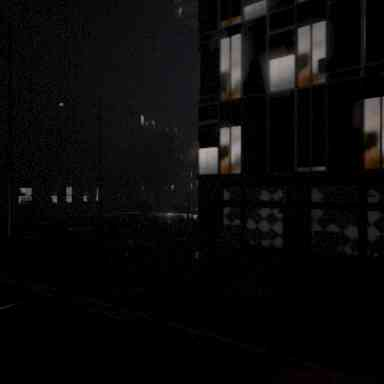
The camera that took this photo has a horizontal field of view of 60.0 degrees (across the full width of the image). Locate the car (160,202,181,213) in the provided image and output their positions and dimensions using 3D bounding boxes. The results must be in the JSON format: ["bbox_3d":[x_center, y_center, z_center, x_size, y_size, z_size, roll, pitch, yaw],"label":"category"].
[{"bbox_3d":[-2.626,2.203,47.504,1.812,1.442,4.674,0,-1,33],"label":"car"}]

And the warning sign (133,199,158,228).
[{"bbox_3d":[-3.234,1.443,23.082,1.300,1.860,1.060,1,1,33],"label":"warning sign"}]

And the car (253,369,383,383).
[{"bbox_3d":[2.177,1.526,1.167,4.829,1.417,1.752,0,0,36],"label":"car"}]

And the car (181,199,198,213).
[{"bbox_3d":[1.279,1.943,47.553,2.150,2.045,5.566,0,-1,33],"label":"car"}]
